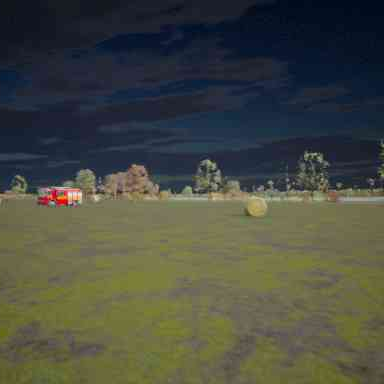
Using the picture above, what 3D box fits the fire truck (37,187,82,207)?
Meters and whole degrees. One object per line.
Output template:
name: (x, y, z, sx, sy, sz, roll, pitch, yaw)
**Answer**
fire truck: (-26.459, 0.958, 66.917, 2.891, 3.827, 8.468, -1, -1, 35)
